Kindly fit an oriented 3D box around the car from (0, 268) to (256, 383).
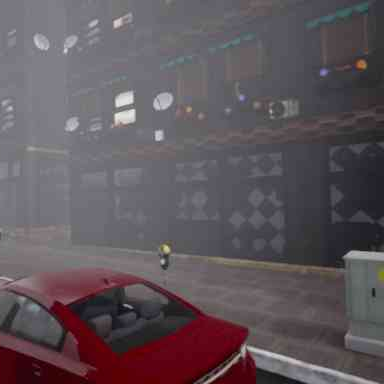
[{"bbox_3d":[-1.515,1.576,3.822,4.507,1.381,1.887,-1,-2,35],"label":"car"}]
